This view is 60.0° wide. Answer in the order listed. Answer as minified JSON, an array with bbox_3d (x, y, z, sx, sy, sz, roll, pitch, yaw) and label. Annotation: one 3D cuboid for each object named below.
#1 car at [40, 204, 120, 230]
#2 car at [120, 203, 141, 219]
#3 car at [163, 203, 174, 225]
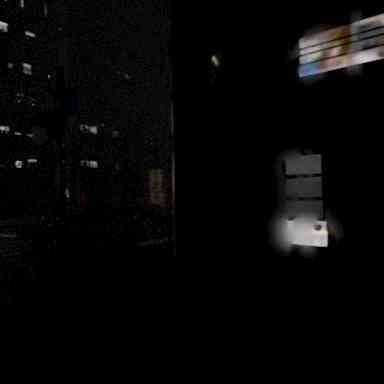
[{"bbox_3d":[-7.361,1.669,21.894,1.895,1.301,4.718,-2,-1,36],"label":"car"},{"bbox_3d":[-6.240,1.643,27.972,1.887,1.381,4.507,-1,0,36],"label":"car"},{"bbox_3d":[-0.032,1.312,21.929,1.967,1.590,4.097,-1,0,36],"label":"car"}]
